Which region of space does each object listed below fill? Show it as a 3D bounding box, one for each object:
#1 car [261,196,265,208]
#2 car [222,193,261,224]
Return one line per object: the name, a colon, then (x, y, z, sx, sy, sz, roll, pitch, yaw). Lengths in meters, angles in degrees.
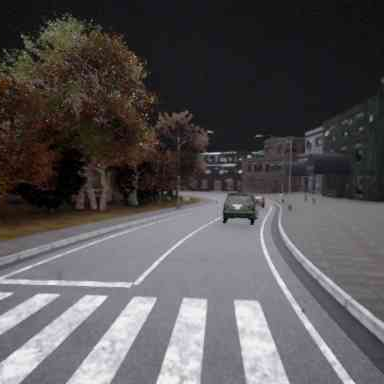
car: (8.171, 1.166, 41.806, 1.812, 1.442, 4.674, 1, 1, 13)
car: (3.564, 1.102, 23.954, 2.150, 2.045, 5.566, 1, 1, 14)
